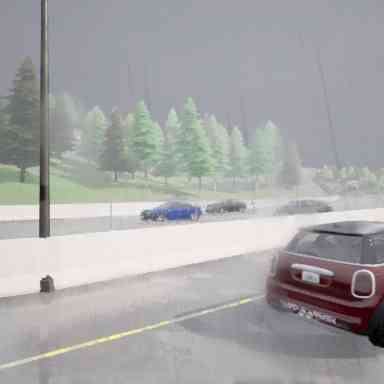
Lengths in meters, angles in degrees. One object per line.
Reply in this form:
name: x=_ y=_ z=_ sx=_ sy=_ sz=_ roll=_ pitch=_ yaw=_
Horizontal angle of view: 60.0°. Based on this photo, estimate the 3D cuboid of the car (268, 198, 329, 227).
car: x=7.650 y=1.351 z=23.616 sx=4.553 sy=1.767 sz=2.097 roll=0 pitch=0 yaw=-42

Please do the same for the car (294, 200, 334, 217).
car: x=11.901 y=1.525 z=32.266 sx=4.674 sy=1.442 sz=1.812 roll=0 pitch=0 yaw=-44

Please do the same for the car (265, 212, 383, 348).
car: x=3.557 y=1.352 z=6.489 sx=4.553 sy=1.767 sz=2.097 roll=0 pitch=0 yaw=-37
